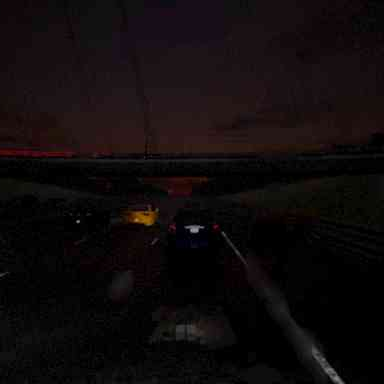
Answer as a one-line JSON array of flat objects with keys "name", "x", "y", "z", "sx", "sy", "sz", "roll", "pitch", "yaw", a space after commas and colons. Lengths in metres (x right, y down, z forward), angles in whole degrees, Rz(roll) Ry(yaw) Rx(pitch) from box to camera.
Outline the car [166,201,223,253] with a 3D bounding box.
[{"name": "car", "x": 0.088, "y": 1.425, "z": 14.149, "sx": 2.097, "sy": 1.767, "sz": 4.553, "roll": 0, "pitch": 0, "yaw": 0}]

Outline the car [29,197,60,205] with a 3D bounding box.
[{"name": "car", "x": -17.621, "y": 1.715, "z": 40.828, "sx": 1.837, "sy": 1.490, "sz": 4.892, "roll": 0, "pitch": 0, "yaw": 0}]

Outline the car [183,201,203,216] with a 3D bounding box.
[{"name": "car", "x": 0.074, "y": 1.734, "z": 36.179, "sx": 2.033, "sy": 1.411, "sz": 5.357, "roll": 0, "pitch": 0, "yaw": 0}]

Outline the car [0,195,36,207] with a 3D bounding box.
[{"name": "car", "x": -21.121, "y": 1.433, "z": 41.176, "sx": 2.150, "sy": 2.045, "sz": 5.566, "roll": 0, "pitch": 0, "yaw": 0}]

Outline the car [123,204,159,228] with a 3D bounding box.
[{"name": "car", "x": -3.417, "y": 1.596, "z": 22.966, "sx": 1.882, "sy": 1.535, "sz": 5.008, "roll": 0, "pitch": 0, "yaw": 0}]

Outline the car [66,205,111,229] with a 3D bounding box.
[{"name": "car", "x": -6.917, "y": 1.609, "z": 22.664, "sx": 2.128, "sy": 1.511, "sz": 4.902, "roll": 0, "pitch": 0, "yaw": 0}]
